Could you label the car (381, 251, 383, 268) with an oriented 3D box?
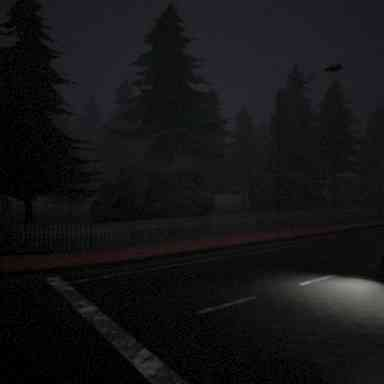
[{"bbox_3d":[6.991,1.423,8.981,4.674,1.442,1.812,-1,0,-36],"label":"car"}]
